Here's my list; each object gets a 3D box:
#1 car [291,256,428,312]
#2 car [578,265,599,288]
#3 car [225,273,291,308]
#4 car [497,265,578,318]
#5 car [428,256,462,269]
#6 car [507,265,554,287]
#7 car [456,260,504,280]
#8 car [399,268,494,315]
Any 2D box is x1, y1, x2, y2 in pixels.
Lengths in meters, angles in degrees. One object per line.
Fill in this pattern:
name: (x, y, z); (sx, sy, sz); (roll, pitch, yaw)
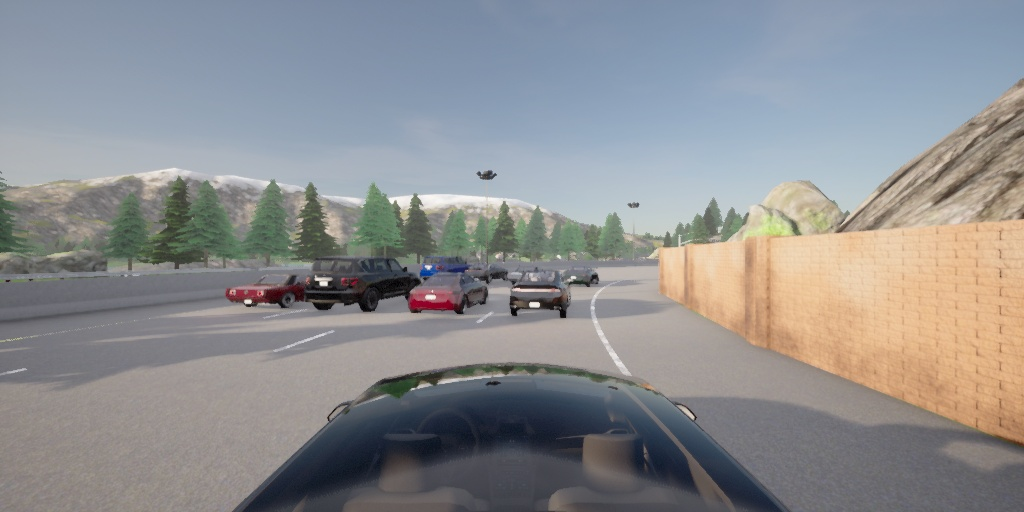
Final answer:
car: (-5.700, 1.008, 14.490); (2.150, 2.045, 5.566); (0, 0, 11)
car: (4.643, 1.322, 24.349); (1.994, 1.385, 4.181); (0, 0, 23)
car: (-9.131, 1.366, 15.182); (1.895, 1.301, 4.718); (0, 0, 11)
car: (1.156, 1.245, 13.076); (2.128, 1.511, 4.902); (0, 0, 11)
car: (-5.012, 1.008, 28.475); (2.150, 2.045, 5.566); (0, 0, 23)
car: (1.433, 1.366, 25.742); (1.895, 1.301, 4.718); (0, 0, 23)
car: (-1.802, 1.245, 27.081); (2.128, 1.511, 4.902); (0, 0, 23)
car: (-2.275, 1.322, 13.768); (1.994, 1.385, 4.181); (0, 0, 11)
